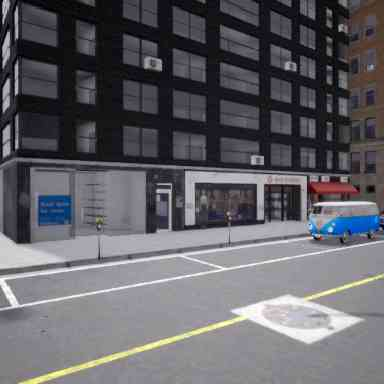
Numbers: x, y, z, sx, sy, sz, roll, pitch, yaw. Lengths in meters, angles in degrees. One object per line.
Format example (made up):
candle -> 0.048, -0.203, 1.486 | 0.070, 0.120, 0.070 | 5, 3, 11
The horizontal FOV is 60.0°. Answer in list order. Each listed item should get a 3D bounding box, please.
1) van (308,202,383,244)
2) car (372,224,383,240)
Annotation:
van -> 7.074, 1.342, 15.444 | 3.998, 1.788, 1.690 | 0, 0, -36
car -> 6.494, 1.526, 8.070 | 4.674, 1.442, 1.812 | 0, 0, -36
